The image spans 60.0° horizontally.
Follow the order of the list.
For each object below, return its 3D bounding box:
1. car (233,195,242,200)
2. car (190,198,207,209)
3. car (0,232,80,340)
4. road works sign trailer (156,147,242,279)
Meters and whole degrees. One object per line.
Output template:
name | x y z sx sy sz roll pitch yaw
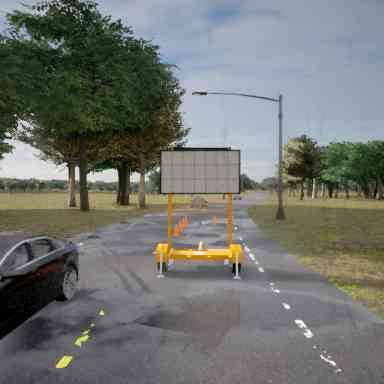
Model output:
car | 12.179 1.573 88.953 1.994 1.385 4.181 0 0 18
car | 0.909 1.533 46.734 2.128 1.511 4.902 0 0 10
car | -3.444 1.489 5.471 2.128 1.511 4.902 0 0 2
road works sign trailer | 0.248 0.465 10.076 2.380 3.560 2.880 0 0 3
